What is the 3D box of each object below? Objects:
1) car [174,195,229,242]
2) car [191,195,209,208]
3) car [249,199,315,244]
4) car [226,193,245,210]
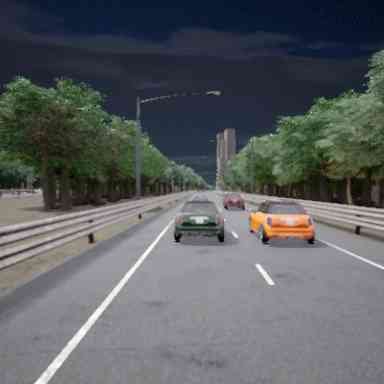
[{"bbox_3d":[0.355,1.146,15.327,2.097,1.767,4.553,0,1,2],"label":"car"},{"bbox_3d":[0.955,1.053,39.587,1.994,1.385,4.181,0,1,1],"label":"car"},{"bbox_3d":[3.840,1.170,14.947,2.097,1.767,4.553,0,1,2],"label":"car"},{"bbox_3d":[4.365,0.905,35.837,2.097,1.767,4.553,0,1,1],"label":"car"}]
